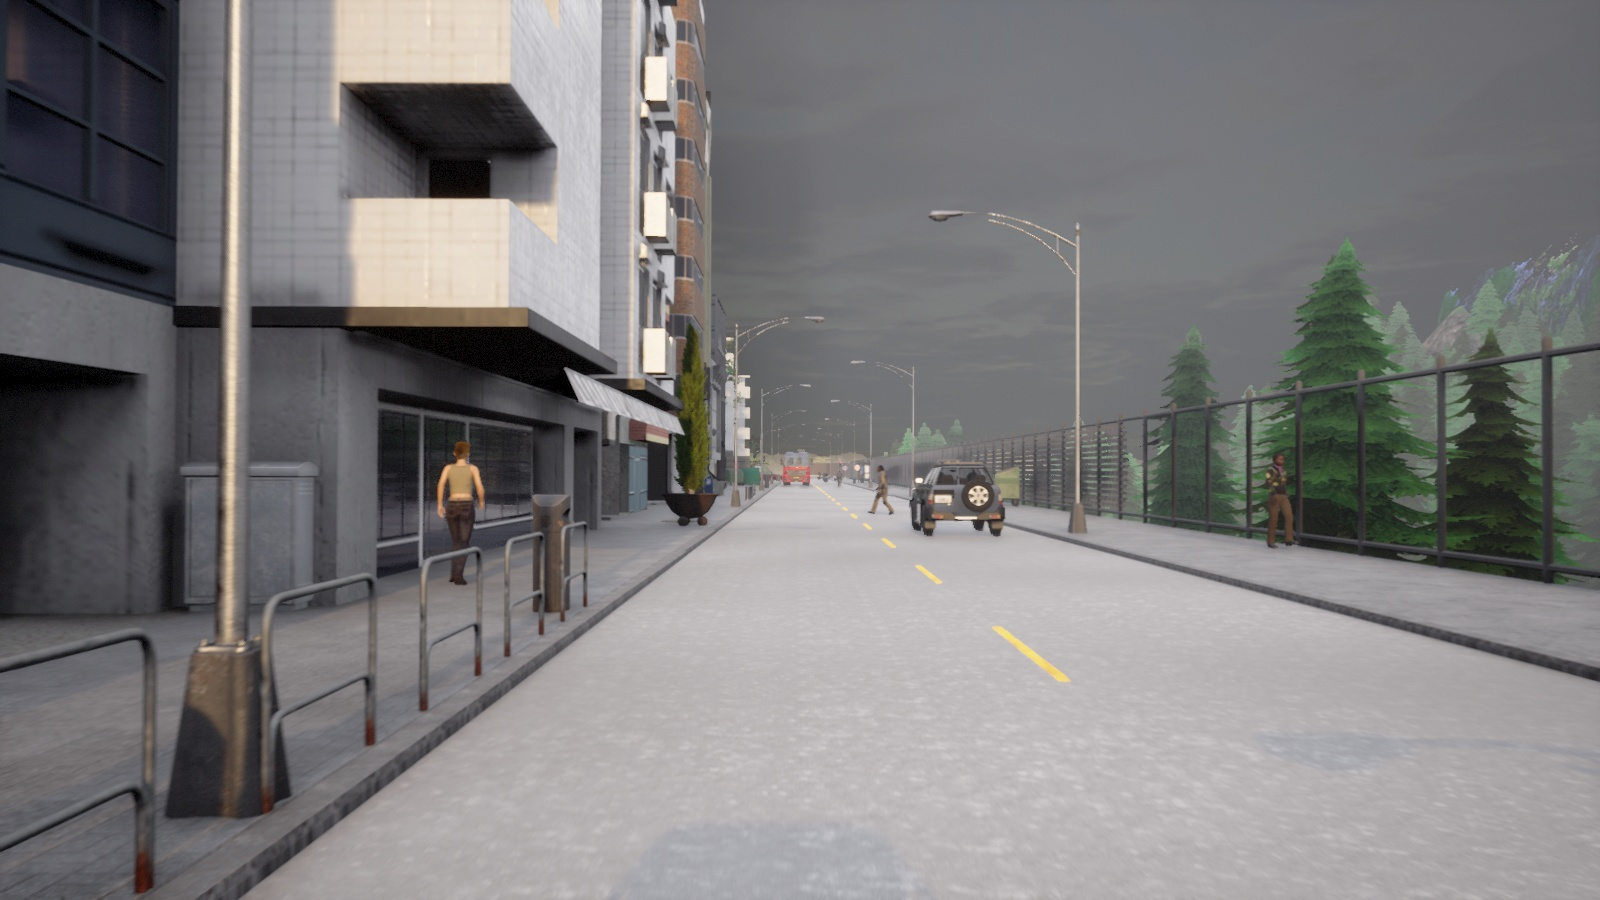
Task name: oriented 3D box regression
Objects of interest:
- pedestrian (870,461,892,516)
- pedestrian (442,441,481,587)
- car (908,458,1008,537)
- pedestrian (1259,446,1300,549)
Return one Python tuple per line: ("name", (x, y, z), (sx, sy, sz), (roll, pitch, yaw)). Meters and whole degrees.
("pedestrian", (2.868, 1.349, 44.568), (0.692, 1.930, 0.396), (-1, -1, 26))
("pedestrian", (-4.330, 0.811, 16.074), (0.345, 1.836, 0.594), (0, -1, 0))
("car", (3.916, 1.148, 31.820), (1.932, 1.855, 4.605), (0, -1, 0))
("pedestrian", (9.135, 0.889, 23.937), (0.395, 1.930, 0.692), (0, -1, -14))
